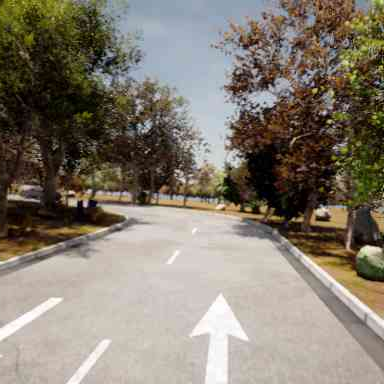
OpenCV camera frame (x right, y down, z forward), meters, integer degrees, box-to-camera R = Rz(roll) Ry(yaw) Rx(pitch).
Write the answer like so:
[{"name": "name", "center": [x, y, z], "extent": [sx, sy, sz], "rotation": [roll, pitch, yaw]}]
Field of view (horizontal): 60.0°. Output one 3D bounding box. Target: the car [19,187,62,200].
[{"name": "car", "center": [-16.209, 0.135, 35.745], "extent": [4.181, 1.385, 1.994], "rotation": [4, 0, 8]}]
